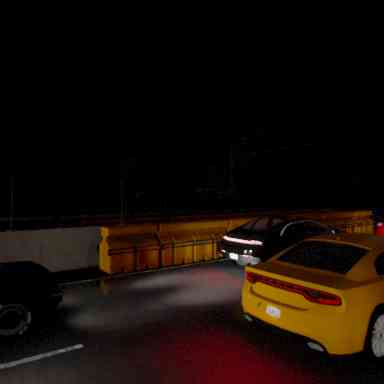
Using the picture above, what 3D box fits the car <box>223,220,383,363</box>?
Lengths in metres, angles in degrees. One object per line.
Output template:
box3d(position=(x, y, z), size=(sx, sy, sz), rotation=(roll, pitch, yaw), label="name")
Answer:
box3d(position=(3.124, 1.482, 5.978), size=(5.008, 1.535, 1.882), rotation=(0, 0, -36), label="car")

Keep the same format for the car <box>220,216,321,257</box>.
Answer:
box3d(position=(3.087, 1.497, 10.249), size=(4.902, 1.511, 2.128), rotation=(0, 0, -36), label="car")

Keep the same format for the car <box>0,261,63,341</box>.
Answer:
box3d(position=(-4.489, 1.600, 4.842), size=(4.718, 1.301, 1.895), rotation=(0, 0, -36), label="car")
